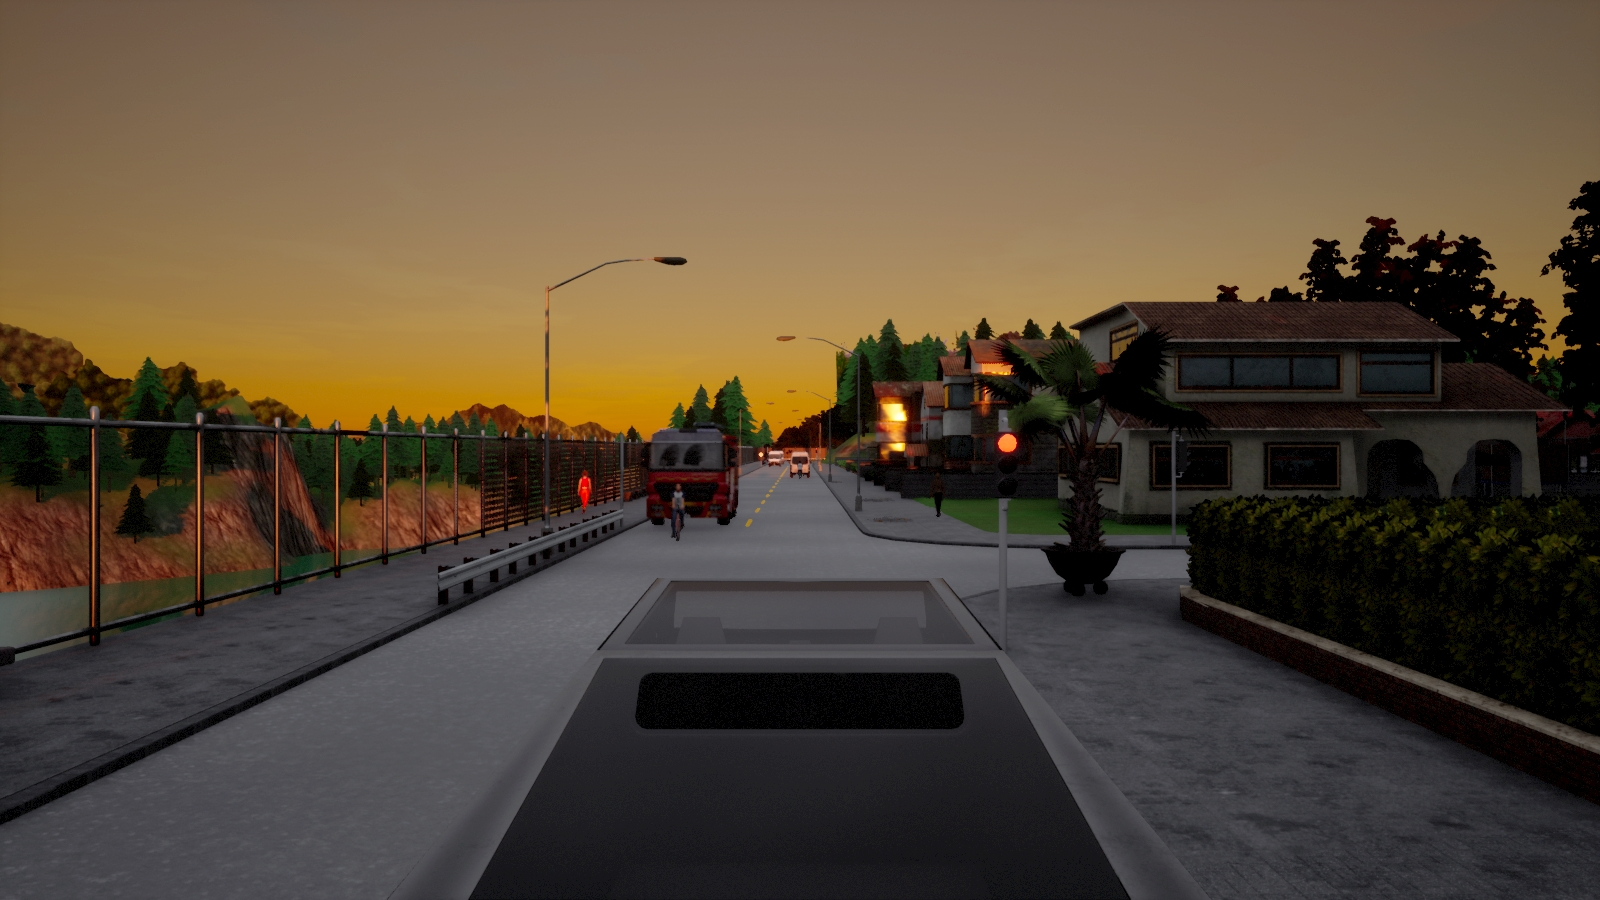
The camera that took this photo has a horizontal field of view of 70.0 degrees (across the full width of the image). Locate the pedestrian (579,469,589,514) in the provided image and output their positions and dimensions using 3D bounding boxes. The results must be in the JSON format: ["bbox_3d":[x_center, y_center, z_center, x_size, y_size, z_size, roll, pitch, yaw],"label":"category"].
[{"bbox_3d":[-8.982,1.726,47.576,0.375,1.860,0.375,0,0,-3],"label":"pedestrian"}]

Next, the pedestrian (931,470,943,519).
[{"bbox_3d":[5.296,1.719,44.181,0.375,1.860,0.375,0,0,-1],"label":"pedestrian"}]

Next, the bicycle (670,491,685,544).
[{"bbox_3d":[-3.719,2.043,34.765,0.373,1.496,1.643,0,0,-4],"label":"bicycle"}]

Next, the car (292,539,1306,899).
[{"bbox_3d":[-0.001,1.751,5.830,2.390,2.098,6.274,0,0,0],"label":"car"}]

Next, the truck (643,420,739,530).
[{"bbox_3d":[-3.996,0.874,43.890,2.891,3.827,8.468,0,0,0],"label":"truck"}]
